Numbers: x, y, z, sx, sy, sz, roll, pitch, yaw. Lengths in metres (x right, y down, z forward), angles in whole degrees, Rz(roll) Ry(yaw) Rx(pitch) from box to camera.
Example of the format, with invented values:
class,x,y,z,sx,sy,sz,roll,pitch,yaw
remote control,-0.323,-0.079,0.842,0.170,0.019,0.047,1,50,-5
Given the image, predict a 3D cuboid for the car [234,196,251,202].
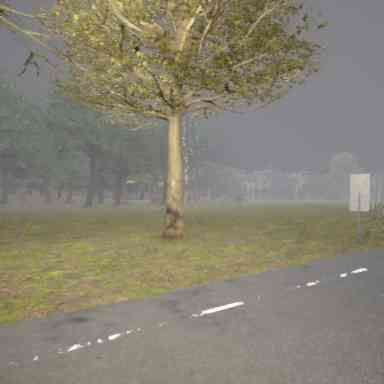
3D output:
class,x,y,z,sx,sy,sz,roll,pitch,yaw
car,12.796,1.862,84.323,1.837,1.490,4.892,2,-2,-33
